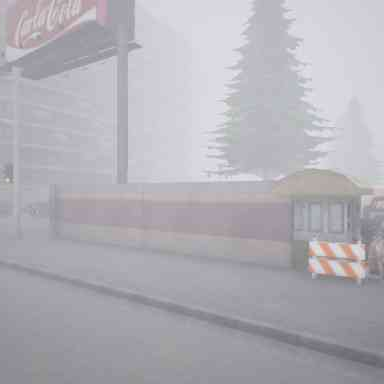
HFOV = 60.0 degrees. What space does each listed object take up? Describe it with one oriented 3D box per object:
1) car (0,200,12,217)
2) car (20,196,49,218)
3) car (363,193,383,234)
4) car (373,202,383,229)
[{"bbox_3d":[-17.710,1.501,29.447,1.837,1.490,4.892,0,1,35],"label":"car"},{"bbox_3d":[-12.424,1.222,30.857,2.150,2.045,5.566,0,0,35],"label":"car"},{"bbox_3d":[10.719,1.149,16.598,3.866,1.878,1.905,0,0,35],"label":"car"},{"bbox_3d":[12.661,1.338,18.653,4.193,1.474,1.816,0,0,35],"label":"car"}]
